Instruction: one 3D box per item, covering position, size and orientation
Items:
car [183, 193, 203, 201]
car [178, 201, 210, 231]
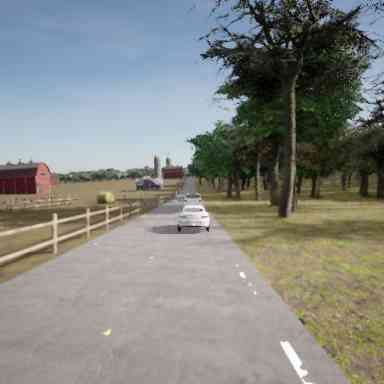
[{"bbox_3d":[0.094,1.112,39.706,2.150,2.045,5.566,0,0,0],"label":"car"},{"bbox_3d":[0.098,1.499,20.310,1.812,1.442,4.674,0,0,0],"label":"car"}]
